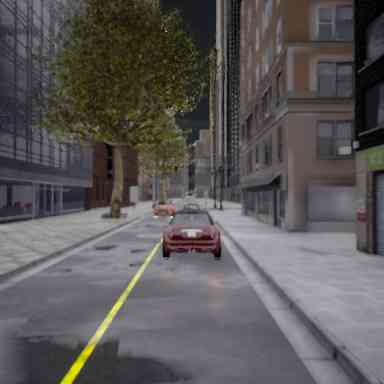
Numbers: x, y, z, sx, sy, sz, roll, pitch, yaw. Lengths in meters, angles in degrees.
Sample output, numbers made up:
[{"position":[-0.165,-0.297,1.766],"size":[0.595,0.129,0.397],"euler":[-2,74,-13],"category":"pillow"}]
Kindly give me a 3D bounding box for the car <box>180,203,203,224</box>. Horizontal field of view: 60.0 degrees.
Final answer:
[{"position":[-0.021,1.783,28.495],"size":[1.837,1.490,4.892],"euler":[0,0,0],"category":"car"}]

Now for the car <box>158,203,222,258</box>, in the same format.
[{"position":[0.000,1.483,13.431],"size":[2.097,1.767,4.553],"euler":[0,-1,0],"category":"car"}]

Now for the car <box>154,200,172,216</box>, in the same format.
[{"position":[-3.070,1.715,37.635],"size":[2.097,1.767,4.553],"euler":[0,0,0],"category":"car"}]
